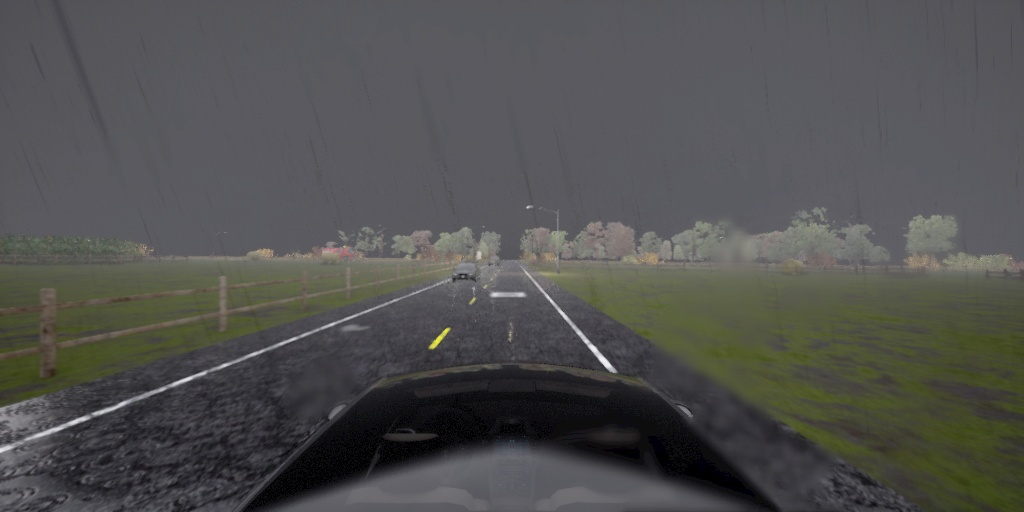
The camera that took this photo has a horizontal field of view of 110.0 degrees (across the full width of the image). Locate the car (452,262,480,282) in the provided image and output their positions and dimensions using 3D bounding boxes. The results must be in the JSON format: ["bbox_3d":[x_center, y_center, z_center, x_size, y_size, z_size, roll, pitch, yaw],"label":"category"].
[{"bbox_3d":[-3.592,1.265,28.699,1.837,1.490,4.892,0,0,0],"label":"car"}]
